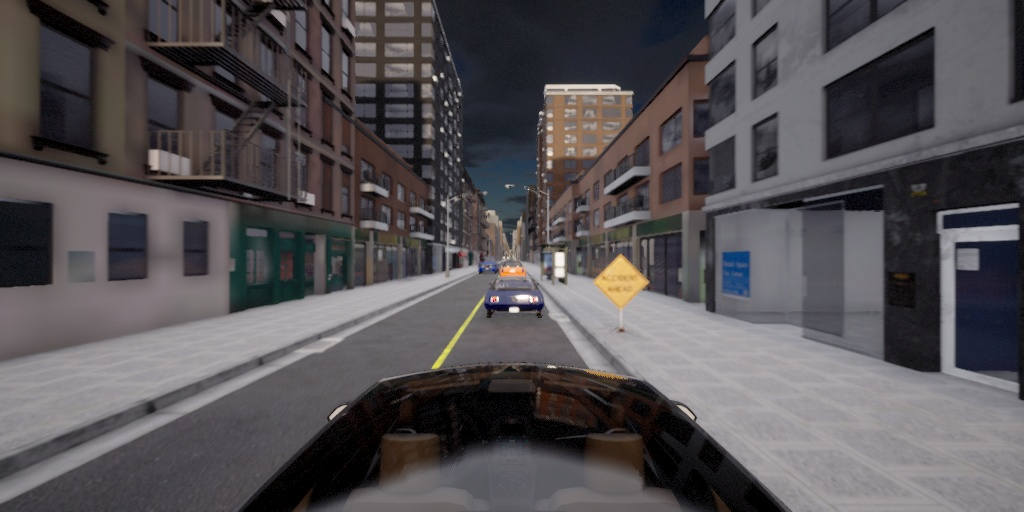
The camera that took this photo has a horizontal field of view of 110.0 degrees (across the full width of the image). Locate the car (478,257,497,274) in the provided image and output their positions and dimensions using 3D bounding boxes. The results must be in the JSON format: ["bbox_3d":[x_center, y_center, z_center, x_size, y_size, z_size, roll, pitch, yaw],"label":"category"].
[{"bbox_3d":[-2.847,1.105,43.600,2.150,2.045,5.566,0,0,0],"label":"car"}]

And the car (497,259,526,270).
[{"bbox_3d":[0.082,1.186,29.664,2.097,1.767,4.553,0,0,0],"label":"car"}]

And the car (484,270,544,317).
[{"bbox_3d":[0.082,1.379,13.249,1.895,1.301,4.718,0,0,0],"label":"car"}]

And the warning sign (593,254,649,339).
[{"bbox_3d":[2.517,0.880,8.339,1.300,1.860,1.060,0,0,0],"label":"warning sign"}]
